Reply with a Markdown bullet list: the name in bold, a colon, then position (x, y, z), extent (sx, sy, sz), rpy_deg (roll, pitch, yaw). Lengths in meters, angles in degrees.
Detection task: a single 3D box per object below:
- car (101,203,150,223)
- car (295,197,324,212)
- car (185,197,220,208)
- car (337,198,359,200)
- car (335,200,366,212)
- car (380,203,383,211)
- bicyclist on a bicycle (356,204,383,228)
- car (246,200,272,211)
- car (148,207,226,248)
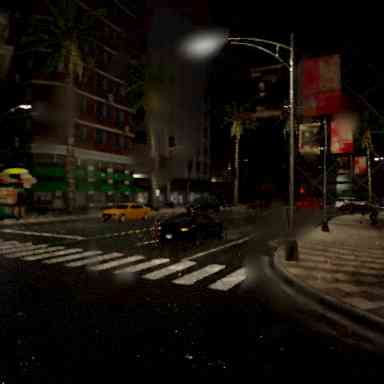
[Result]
- **car**: position (-5.464, 1.689, 27.963), extent (1.882, 1.535, 5.008), rpy_deg (0, -1, 28)
- **car**: position (17.036, 1.816, 47.914), extent (5.566, 2.045, 2.150), rpy_deg (1, -1, -40)
- **car**: position (1.387, 1.609, 40.284), extent (2.150, 2.045, 5.566), rpy_deg (0, -1, 31)
- **car**: position (25.855, 1.951, 53.981), extent (5.566, 2.045, 2.150), rpy_deg (1, -1, -24)
- **car**: position (23.056, 2.213, 47.966), extent (4.181, 1.385, 1.994), rpy_deg (1, -1, -35)
- **car**: position (31.962, 2.262, 52.432), extent (4.902, 1.511, 2.128), rpy_deg (1, -1, -19)
- **bicyclist on a bicycle**: position (11.918, 1.616, 22.375), extent (1.656, 1.620, 0.582), rpy_deg (0, -1, 28)
- **car**: position (10.455, 2.047, 51.575), extent (5.008, 1.535, 1.882), rpy_deg (1, -1, -43)
- **car**: position (0.091, 1.675, 15.757), extent (1.812, 1.442, 4.674), rpy_deg (0, -1, 27)
